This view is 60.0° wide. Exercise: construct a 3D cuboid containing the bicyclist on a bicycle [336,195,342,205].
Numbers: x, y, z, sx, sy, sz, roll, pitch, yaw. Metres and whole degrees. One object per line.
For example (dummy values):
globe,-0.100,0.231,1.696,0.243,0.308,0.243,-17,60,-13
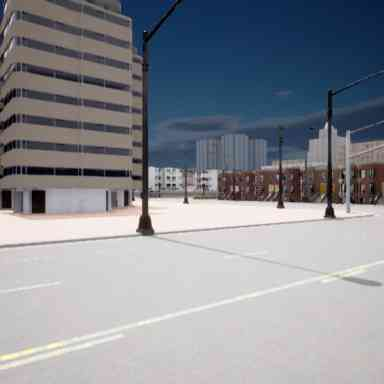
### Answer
bicyclist on a bicycle,24.177,1.276,54.671,1.656,1.620,0.582,0,0,-36
